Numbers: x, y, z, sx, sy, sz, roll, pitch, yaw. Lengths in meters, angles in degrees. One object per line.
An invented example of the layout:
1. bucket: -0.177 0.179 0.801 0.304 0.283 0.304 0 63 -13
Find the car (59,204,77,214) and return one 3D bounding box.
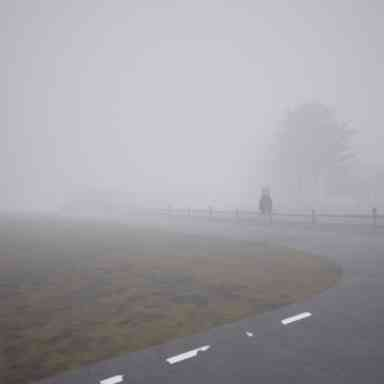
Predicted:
1. car: -20.360 2.731 54.558 1.837 1.490 4.892 -1 -1 -34
